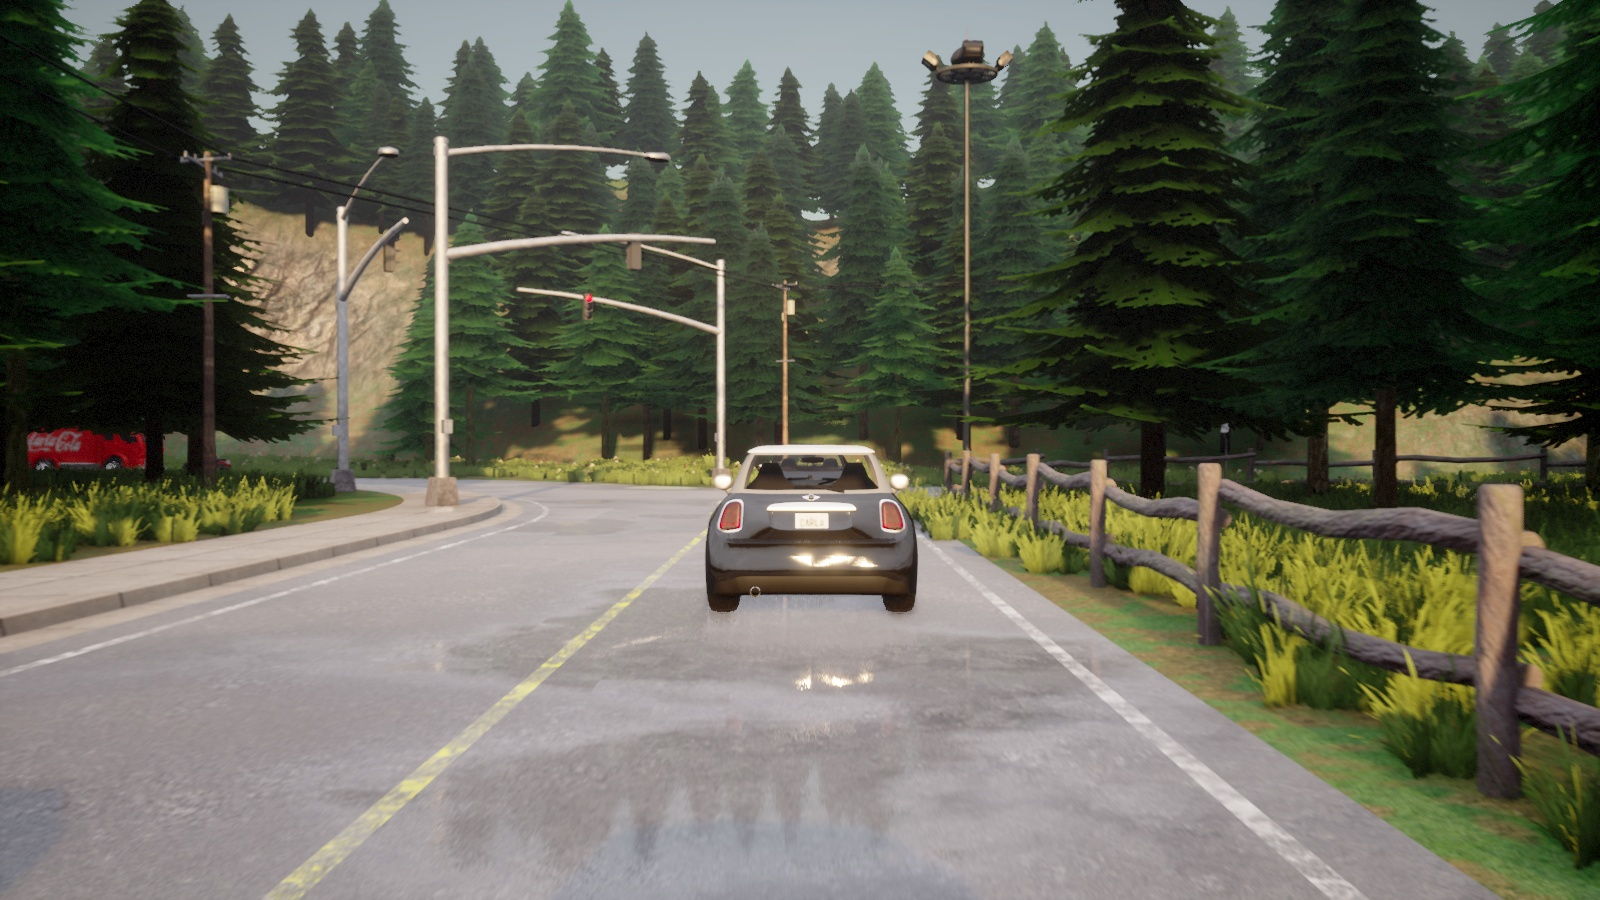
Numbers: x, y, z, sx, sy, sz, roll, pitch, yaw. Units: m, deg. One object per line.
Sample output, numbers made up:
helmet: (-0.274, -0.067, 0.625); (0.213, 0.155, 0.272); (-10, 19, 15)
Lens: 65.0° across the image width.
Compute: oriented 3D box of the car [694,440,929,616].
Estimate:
car: (0.109, 0.642, 12.420); (1.970, 1.475, 3.806); (0, 0, 0)

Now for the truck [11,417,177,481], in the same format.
truck: (-28.116, -0.046, 50.132); (5.204, 2.467, 2.627); (0, 0, 5)

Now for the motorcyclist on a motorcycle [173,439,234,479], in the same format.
motorcyclist on a motorcycle: (-25.292, 0.376, 53.220); (2.350, 1.649, 0.766); (0, 1, 12)
